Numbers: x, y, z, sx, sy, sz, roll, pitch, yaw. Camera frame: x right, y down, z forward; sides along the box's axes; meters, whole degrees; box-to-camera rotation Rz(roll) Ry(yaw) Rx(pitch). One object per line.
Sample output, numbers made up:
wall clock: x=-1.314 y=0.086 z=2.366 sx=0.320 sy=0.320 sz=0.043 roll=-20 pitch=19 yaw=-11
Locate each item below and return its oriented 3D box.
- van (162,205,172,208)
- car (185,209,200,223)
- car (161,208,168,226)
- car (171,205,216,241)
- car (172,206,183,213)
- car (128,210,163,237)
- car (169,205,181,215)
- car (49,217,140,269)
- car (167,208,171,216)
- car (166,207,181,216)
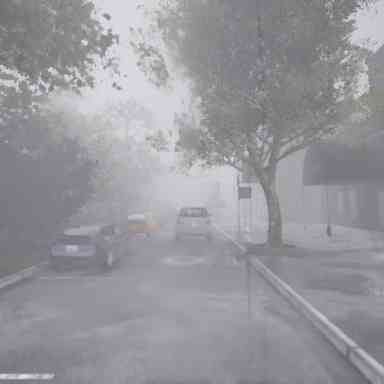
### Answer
van: x=-3.662 y=3.026 z=51.725 sx=1.878 sy=1.987 sz=4.442 roll=1 pitch=-2 yaw=2
car: x=0.072 y=2.923 z=41.267 sx=1.837 sy=1.490 sz=4.892 roll=0 pitch=-2 yaw=0
car: x=-3.664 y=2.467 z=29.320 sx=2.097 sy=1.535 sz=5.008 roll=0 pitch=-2 yaw=2
car: x=0.086 y=1.909 z=20.998 sx=2.150 sy=2.045 sz=5.566 roll=0 pitch=-2 yaw=0
car: x=-3.213 y=3.953 z=74.371 sx=2.097 sy=1.535 sz=5.008 roll=0 pitch=-2 yaw=2
car: x=-3.653 y=2.265 z=23.762 sx=2.097 sy=1.535 sz=5.008 roll=1 pitch=-2 yaw=2
car: x=-3.450 y=3.655 z=68.675 sx=2.185 sy=1.767 sz=4.553 roll=-1 pitch=-1 yaw=2
car: x=-3.644 y=1.892 z=12.659 sx=2.163 sy=1.488 sz=4.792 roll=1 pitch=-2 yaw=2
car: x=-3.671 y=2.700 z=34.922 sx=2.163 sy=1.488 sz=4.792 roll=0 pitch=-2 yaw=2
car: x=-3.447 y=3.612 z=62.965 sx=2.231 sy=1.521 sz=4.892 roll=0 pitch=-2 yaw=2
